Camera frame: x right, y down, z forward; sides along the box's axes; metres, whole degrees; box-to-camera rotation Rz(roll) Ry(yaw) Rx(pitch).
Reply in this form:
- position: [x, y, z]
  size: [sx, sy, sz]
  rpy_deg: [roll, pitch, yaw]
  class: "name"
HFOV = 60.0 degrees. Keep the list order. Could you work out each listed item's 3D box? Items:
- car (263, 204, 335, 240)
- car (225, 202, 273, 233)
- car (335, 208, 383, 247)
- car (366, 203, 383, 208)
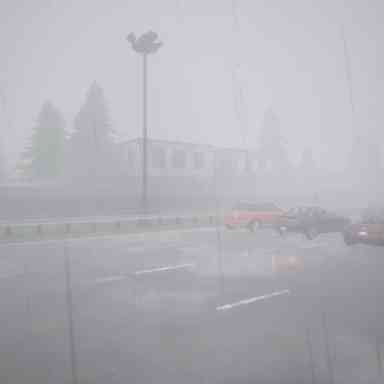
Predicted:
- position: [6.236, 1.495, 16.916]
  size: [4.902, 1.511, 2.128]
  rpy_deg: [0, 0, -35]
  class: "car"
- position: [4.179, 1.366, 19.748]
  size: [4.553, 1.767, 2.097]
  rpy_deg: [0, 0, -35]
  class: "car"
- position: [8.269, 1.572, 14.066]
  size: [4.181, 1.385, 1.994]
  rpy_deg: [0, 0, -35]
  class: "car"
- position: [16.440, 1.616, 28.493]
  size: [4.718, 1.301, 1.895]
  rpy_deg: [0, 0, -35]
  class: "car"
